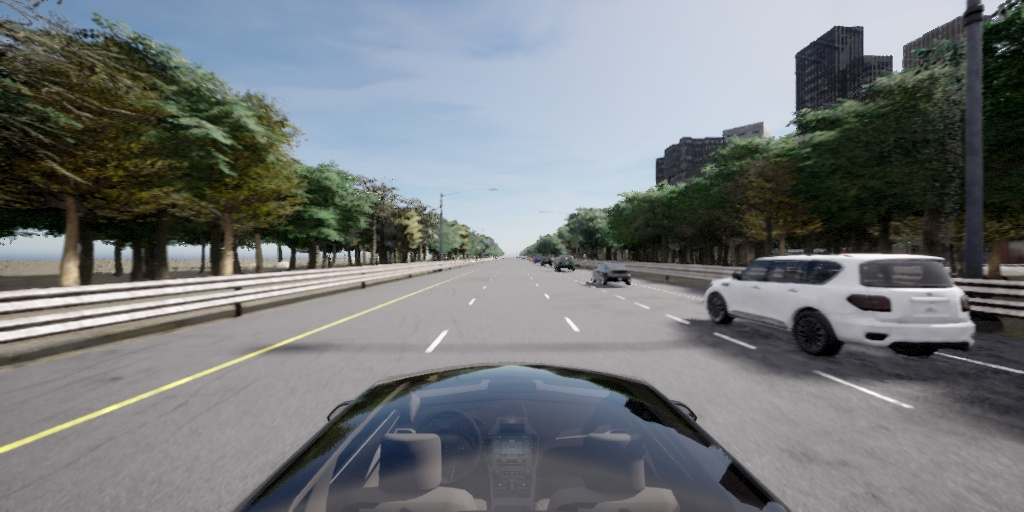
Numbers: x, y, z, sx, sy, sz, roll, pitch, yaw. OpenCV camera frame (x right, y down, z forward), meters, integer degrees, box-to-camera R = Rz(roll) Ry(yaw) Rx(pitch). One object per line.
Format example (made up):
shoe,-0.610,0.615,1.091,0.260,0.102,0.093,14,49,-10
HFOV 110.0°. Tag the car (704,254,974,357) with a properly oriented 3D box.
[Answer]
car,6.998,0.976,8.680,2.150,2.045,5.566,0,0,0

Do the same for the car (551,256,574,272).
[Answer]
car,7.048,1.020,48.585,2.150,2.045,5.566,0,0,0

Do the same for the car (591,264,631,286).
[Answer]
car,7.003,1.273,25.627,1.837,1.490,4.892,0,0,0
